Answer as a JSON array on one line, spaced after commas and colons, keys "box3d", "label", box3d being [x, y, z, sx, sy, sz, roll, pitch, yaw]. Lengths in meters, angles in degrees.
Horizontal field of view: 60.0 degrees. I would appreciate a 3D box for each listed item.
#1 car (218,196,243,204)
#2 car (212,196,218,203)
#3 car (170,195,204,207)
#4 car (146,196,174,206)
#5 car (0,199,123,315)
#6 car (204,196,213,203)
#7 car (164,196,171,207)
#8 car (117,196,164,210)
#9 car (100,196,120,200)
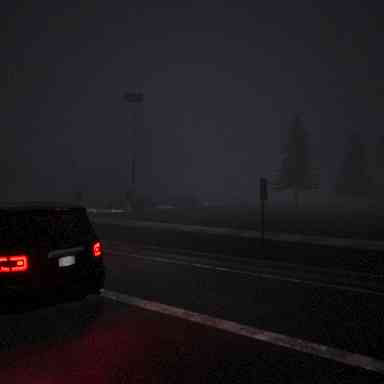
[{"box3d": [7.633, 1.541, 62.060, 2.033, 1.411, 5.357, 0, 0, 35], "label": "car"}, {"box3d": [6.630, 1.593, 66.653, 1.895, 1.301, 4.718, 0, 0, 35], "label": "car"}, {"box3d": [-0.666, 1.498, 50.213, 1.837, 1.490, 4.892, 0, 0, 35], "label": "car"}, {"box3d": [-5.296, 1.496, 55.804, 1.837, 1.490, 4.892, 0, 0, 35], "label": "car"}, {"box3d": [-4.238, 1.220, 6.970, 5.566, 2.045, 2.150, 0, 0, 35], "label": "car"}, {"box3d": [3.537, 1.539, 68.324, 2.033, 1.411, 5.357, 0, 0, 35], "label": "car"}, {"box3d": [-3.459, 1.345, 52.325, 2.097, 1.767, 4.553, 0, 0, 35], "label": "car"}, {"box3d": [-6.395, 1.541, 42.001, 2.033, 1.411, 5.357, 0, 0, 35], "label": "car"}, {"box3d": [-9.329, 1.344, 43.910, 2.097, 1.767, 4.553, 0, 0, 35], "label": "car"}]
